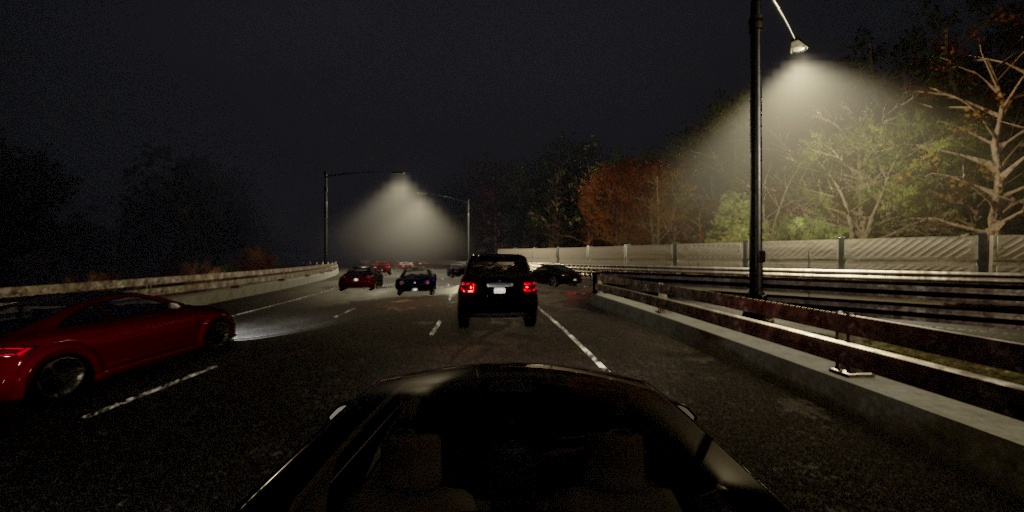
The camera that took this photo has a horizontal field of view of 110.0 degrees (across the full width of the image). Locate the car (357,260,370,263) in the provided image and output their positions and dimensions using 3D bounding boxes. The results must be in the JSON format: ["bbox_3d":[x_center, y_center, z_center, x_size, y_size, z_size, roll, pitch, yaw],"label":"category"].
[{"bbox_3d":[-24.711,1.357,59.515,2.033,1.411,5.357,0,0,-33],"label":"car"}]

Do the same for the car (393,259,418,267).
[{"bbox_3d":[-14.406,1.398,48.317,1.895,1.301,4.718,0,0,-26],"label":"car"}]

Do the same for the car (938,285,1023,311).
[{"bbox_3d":[15.088,1.283,9.641,4.674,1.442,1.812,0,0,45],"label":"car"}]

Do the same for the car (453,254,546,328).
[{"bbox_3d":[-0.562,0.978,11.579,2.150,2.045,5.566,0,0,-5],"label":"car"}]

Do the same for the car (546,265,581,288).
[{"bbox_3d":[2.582,1.298,24.139,1.812,1.442,4.674,0,0,-36],"label":"car"}]

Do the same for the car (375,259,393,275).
[{"bbox_3d":[-14.515,1.315,39.775,1.812,1.442,4.674,0,0,-21],"label":"car"}]

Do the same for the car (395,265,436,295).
[{"bbox_3d":[-5.260,1.365,20.151,1.895,1.301,4.718,-1,0,-10],"label":"car"}]

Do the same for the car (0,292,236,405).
[{"bbox_3d":[-7.130,1.319,6.282,1.994,1.385,4.181,0,0,-2],"label":"car"}]

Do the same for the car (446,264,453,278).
[{"bbox_3d":[-5.080,1.384,33.990,1.895,1.301,4.718,0,0,-17],"label":"car"}]

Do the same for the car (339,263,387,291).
[{"bbox_3d":[-9.310,1.335,22.378,1.994,1.385,4.181,0,0,-12],"label":"car"}]

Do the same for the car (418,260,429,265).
[{"bbox_3d":[-14.268,1.308,55.460,1.837,1.490,4.892,0,-1,-29],"label":"car"}]
